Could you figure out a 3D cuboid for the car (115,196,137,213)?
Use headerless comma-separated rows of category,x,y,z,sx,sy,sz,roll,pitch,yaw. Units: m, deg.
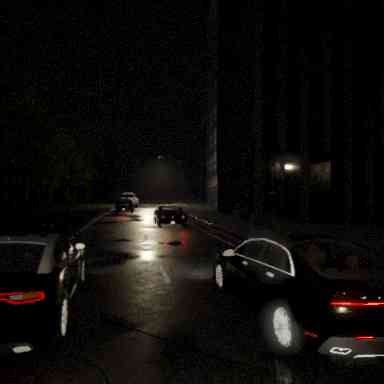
car,-7.167,1.466,35.758,1.837,1.490,4.892,0,0,-8

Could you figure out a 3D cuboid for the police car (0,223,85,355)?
police car,-3.186,1.424,6.347,1.930,1.638,5.238,0,0,-13

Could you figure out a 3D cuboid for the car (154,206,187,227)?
car,-1.590,1.608,23.003,1.895,1.301,4.718,0,0,-10

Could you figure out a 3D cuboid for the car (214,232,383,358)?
car,1.837,1.522,6.254,1.837,1.490,4.892,0,-1,-13

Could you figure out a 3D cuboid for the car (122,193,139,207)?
car,-8.668,1.162,46.104,2.150,2.045,5.566,0,0,-5
